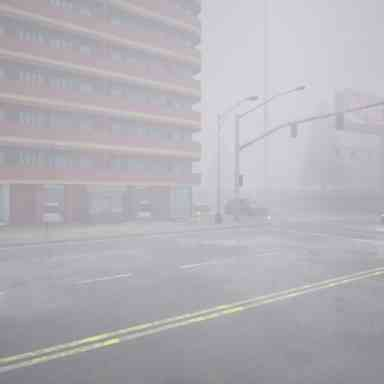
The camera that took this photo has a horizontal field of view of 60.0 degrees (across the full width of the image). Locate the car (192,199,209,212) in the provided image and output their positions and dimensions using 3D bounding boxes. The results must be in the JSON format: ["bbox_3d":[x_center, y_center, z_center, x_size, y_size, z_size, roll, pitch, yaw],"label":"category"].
[{"bbox_3d":[0.261,1.526,39.812,1.812,1.442,4.674,0,0,-34],"label":"car"}]

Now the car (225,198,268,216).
[{"bbox_3d":[5.240,1.352,32.389,2.097,1.767,4.553,0,0,-34],"label":"car"}]

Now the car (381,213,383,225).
[{"bbox_3d":[14.419,1.505,21.954,4.892,1.490,1.837,0,0,-34],"label":"car"}]
